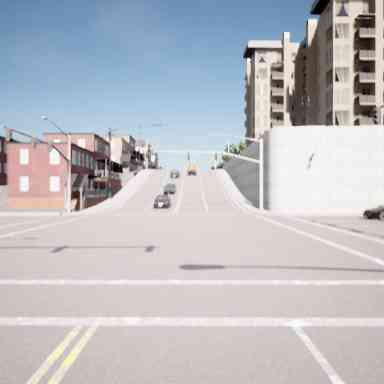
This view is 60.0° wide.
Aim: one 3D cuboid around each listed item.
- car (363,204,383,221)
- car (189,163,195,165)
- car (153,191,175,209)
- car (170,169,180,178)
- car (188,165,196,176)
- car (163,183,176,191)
[{"bbox_3d":[16.127,1.546,26.792,4.181,1.385,1.994,0,0,0],"label":"car"},{"bbox_3d":[-0.003,-6.327,81.667,2.097,1.767,4.553,0,5,0],"label":"car"},{"bbox_3d":[-3.590,1.093,40.547,2.128,1.511,4.902,0,4,0],"label":"car"},{"bbox_3d":[-3.502,-3.841,68.752,2.128,1.511,4.902,0,12,0],"label":"car"},{"bbox_3d":[-0.002,-4.399,71.800,1.895,1.301,4.718,0,12,0],"label":"car"},{"bbox_3d":[-3.574,-0.591,53.754,2.033,1.411,5.357,0,11,0],"label":"car"}]
